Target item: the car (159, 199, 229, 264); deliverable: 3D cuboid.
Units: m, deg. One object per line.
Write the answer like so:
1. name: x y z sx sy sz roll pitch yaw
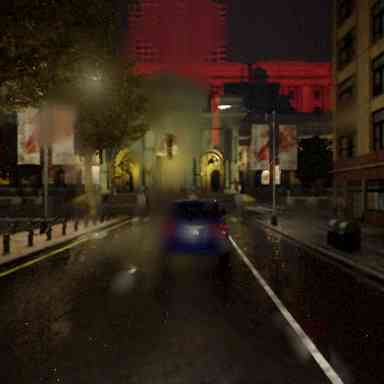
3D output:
1. car: 0.105 1.252 12.069 2.150 2.045 5.566 0 0 1

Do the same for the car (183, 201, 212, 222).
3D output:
1. car: 0.553 1.560 28.176 2.128 1.511 4.902 0 0 5
